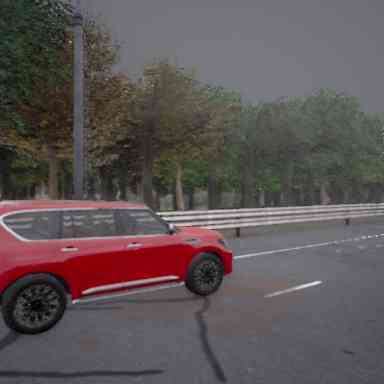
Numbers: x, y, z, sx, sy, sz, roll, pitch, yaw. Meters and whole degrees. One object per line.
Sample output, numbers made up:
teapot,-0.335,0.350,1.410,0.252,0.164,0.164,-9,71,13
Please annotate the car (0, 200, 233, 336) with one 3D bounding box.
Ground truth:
car,-1.721,1.184,6.820,5.566,2.045,2.150,0,0,-35
